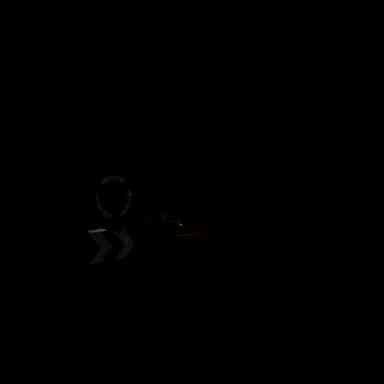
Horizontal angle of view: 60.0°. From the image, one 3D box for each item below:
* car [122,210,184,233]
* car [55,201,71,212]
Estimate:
[{"bbox_3d":[-2.815,1.982,23.131,4.674,1.442,1.812,-1,-2,27],"label":"car"},{"bbox_3d":[-24.835,2.961,63.371,1.837,1.490,4.892,-2,0,-14],"label":"car"}]
